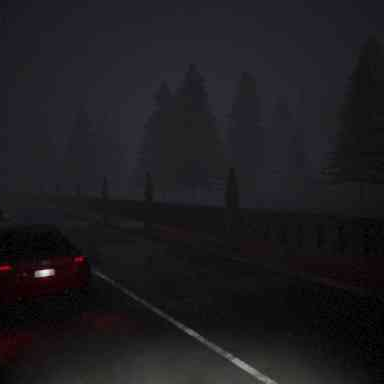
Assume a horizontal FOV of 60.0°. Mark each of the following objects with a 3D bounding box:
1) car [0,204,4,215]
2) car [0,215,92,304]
[{"bbox_3d":[-13.957,1.245,22.438,1.994,1.385,4.181,-1,1,-35],"label":"car"},{"bbox_3d":[-3.870,1.452,7.828,1.994,1.385,4.181,-1,1,-35],"label":"car"}]
